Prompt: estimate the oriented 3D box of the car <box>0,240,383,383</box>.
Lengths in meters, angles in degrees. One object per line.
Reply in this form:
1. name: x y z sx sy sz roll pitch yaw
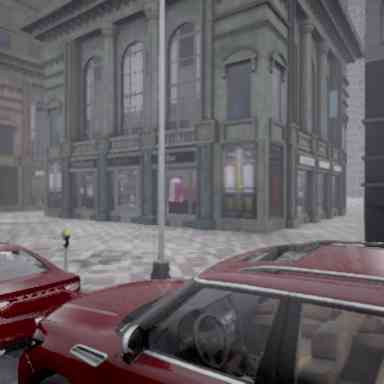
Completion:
1. car: 0.839 1.314 2.361 5.009 1.841 2.192 0 0 36
